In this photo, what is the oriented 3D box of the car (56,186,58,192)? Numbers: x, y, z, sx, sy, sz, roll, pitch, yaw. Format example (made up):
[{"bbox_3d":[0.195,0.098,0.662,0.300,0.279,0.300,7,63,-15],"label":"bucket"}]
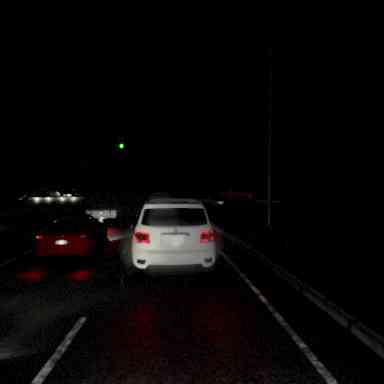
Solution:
[{"bbox_3d":[-23.573,-0.384,61.599,1.994,1.385,4.181,-1,3,-24],"label":"car"}]

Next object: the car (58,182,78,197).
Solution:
[{"bbox_3d":[-19.814,-0.370,52.958,2.150,2.045,5.566,-1,3,-22],"label":"car"}]

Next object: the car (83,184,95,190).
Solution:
[{"bbox_3d":[-25.331,-1.219,82.326,2.033,1.411,5.357,-1,2,-25],"label":"car"}]

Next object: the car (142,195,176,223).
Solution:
[{"bbox_3d":[-2.460,1.119,23.543,2.128,1.511,4.902,0,2,-8],"label":"car"}]

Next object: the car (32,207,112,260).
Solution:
[{"bbox_3d":[-4.331,1.510,12.365,1.994,1.385,4.181,0,1,-7],"label":"car"}]

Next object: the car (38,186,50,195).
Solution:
[{"bbox_3d":[-26.879,-0.352,60.434,2.033,1.411,5.357,-1,3,-24],"label":"car"}]

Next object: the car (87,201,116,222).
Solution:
[{"bbox_3d":[-6.225,1.258,22.842,1.895,1.301,4.718,-1,2,-15],"label":"car"}]

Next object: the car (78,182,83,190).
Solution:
[{"bbox_3d":[-28.525,-1.475,80.885,2.150,2.045,5.566,-1,2,-25],"label":"car"}]

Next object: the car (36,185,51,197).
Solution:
[{"bbox_3d":[-22.962,-0.050,51.425,1.882,1.535,5.008,-1,3,-23],"label":"car"}]

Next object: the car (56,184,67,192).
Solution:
[{"bbox_3d":[-27.904,-0.845,71.150,1.882,1.535,5.008,-1,2,-25],"label":"car"}]

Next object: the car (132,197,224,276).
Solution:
[{"bbox_3d":[-0.630,1.190,10.520,2.150,2.045,5.566,0,1,-5],"label":"car"}]

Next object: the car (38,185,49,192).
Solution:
[{"bbox_3d":[-31.168,-0.730,69.875,2.033,1.411,5.357,-1,2,-25],"label":"car"}]

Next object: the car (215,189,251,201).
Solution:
[{"bbox_3d":[5.474,0.410,44.249,5.008,1.535,1.882,1,2,-21],"label":"car"}]
